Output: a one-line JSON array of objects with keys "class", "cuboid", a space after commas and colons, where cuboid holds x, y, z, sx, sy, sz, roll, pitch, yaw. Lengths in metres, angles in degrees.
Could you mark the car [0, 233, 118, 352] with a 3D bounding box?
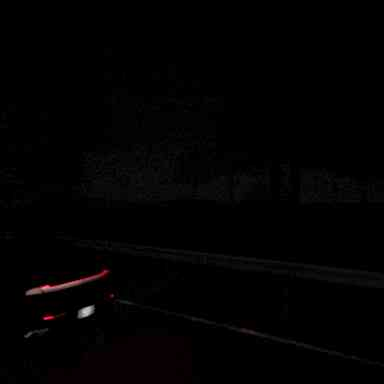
[{"class": "car", "cuboid": [-3.552, 1.528, 6.137, 4.902, 1.511, 2.128, 0, 0, 33]}]
